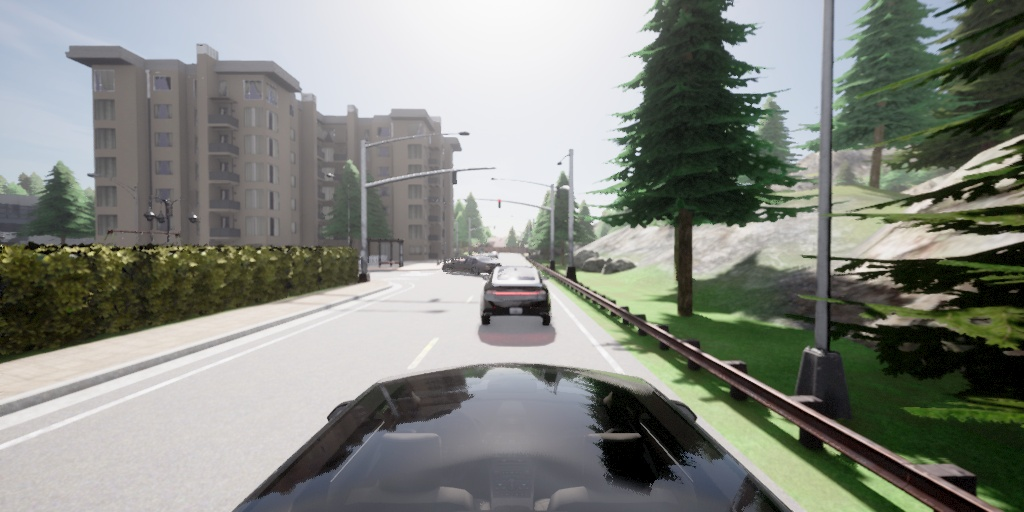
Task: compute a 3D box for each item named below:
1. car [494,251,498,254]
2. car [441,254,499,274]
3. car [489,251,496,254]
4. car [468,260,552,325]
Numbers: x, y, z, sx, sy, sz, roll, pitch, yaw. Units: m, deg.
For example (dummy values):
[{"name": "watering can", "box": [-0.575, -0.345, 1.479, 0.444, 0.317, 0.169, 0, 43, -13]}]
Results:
[{"name": "car", "box": [-3.294, -0.090, 64.993, 2.128, 1.511, 4.902, 0, 1, 0]}, {"name": "car", "box": [-3.166, 0.742, 27.794, 5.357, 1.411, 2.033, 1, 1, 40]}, {"name": "car", "box": [-3.435, 0.430, 43.661, 1.994, 1.385, 4.181, 0, 1, 0]}, {"name": "car", "box": [0.119, 1.046, 10.911, 2.128, 1.511, 4.902, 0, 1, 1]}]
